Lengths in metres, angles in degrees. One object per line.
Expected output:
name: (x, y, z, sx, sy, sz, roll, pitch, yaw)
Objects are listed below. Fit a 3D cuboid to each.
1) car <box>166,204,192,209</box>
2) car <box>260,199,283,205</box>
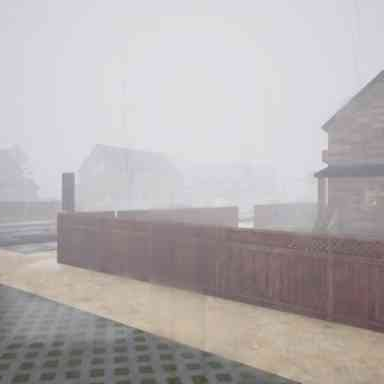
car: (-1.333, 1.757, 29.479, 1.895, 1.301, 4.718, 0, 0, 36)
car: (11.278, 1.781, 47.019, 1.882, 1.535, 5.008, 0, -1, 36)
